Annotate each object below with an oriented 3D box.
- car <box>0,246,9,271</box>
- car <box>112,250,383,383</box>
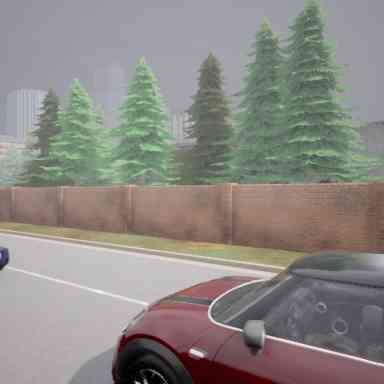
[{"bbox_3d":[-6.971,1.601,8.940,4.718,1.301,1.895,0,0,35],"label":"car"},{"bbox_3d":[1.385,1.353,3.005,4.553,1.767,2.097,0,0,35],"label":"car"}]
